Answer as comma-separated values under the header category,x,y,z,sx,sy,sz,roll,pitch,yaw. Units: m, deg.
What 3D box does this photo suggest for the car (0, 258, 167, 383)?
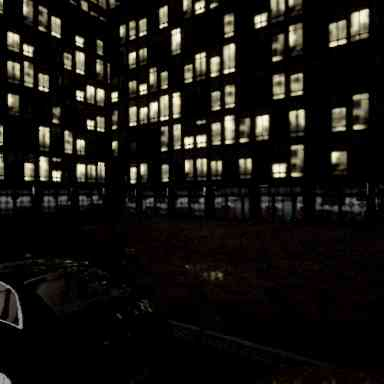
category,x,y,z,sx,sy,sz,roll,pitch,yaw
car,-2.280,1.580,4.468,4.403,1.369,2.008,0,-1,36

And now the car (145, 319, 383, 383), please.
category,x,y,z,sx,sy,sz,roll,pitch,yaw
car,2.216,1.518,1.267,4.829,1.417,1.752,0,-1,36
